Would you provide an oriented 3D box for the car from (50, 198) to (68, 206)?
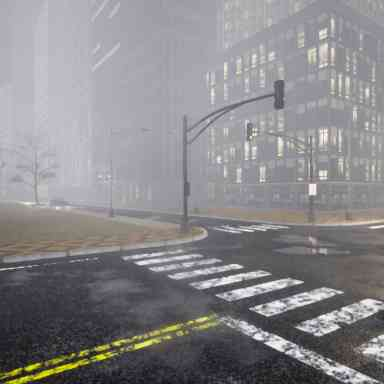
[{"bbox_3d":[-21.724,1.607,54.213,1.895,1.301,4.718,0,0,-35],"label":"car"}]
